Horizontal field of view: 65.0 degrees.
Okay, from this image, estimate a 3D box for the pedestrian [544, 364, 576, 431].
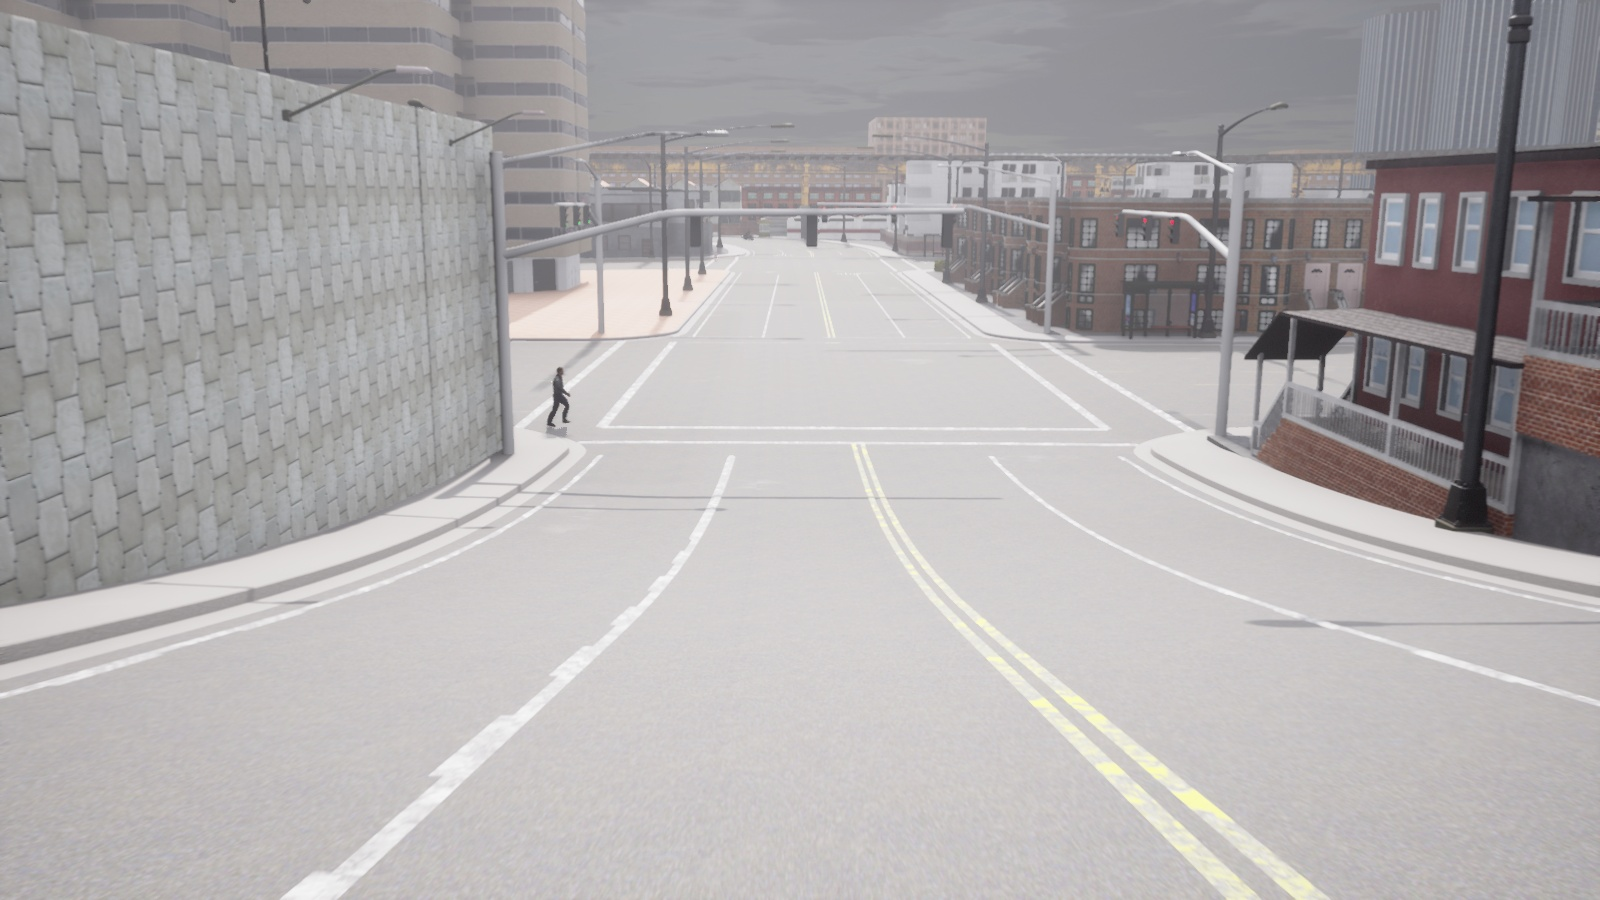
[{"bbox_3d":[-7.175,-1.563,37.542,0.788,1.949,0.423,0,11,0],"label":"pedestrian"}]
